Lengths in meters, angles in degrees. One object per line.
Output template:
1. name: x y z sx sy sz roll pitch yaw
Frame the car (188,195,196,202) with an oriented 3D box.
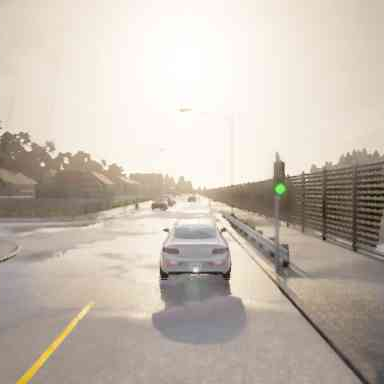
1. car: -0.029 1.475 77.490 1.882 1.535 5.008 0 0 0

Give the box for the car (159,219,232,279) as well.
1. car: 0.089 1.525 9.917 1.812 1.442 4.674 0 0 0

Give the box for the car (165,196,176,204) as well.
1. car: -4.020 1.524 62.761 1.812 1.442 4.674 0 0 0

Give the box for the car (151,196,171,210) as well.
1. car: -4.108 1.476 42.918 1.882 1.535 5.008 0 0 0

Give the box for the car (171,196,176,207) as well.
1. car: -4.080 1.350 52.847 2.097 1.767 4.553 0 0 0
